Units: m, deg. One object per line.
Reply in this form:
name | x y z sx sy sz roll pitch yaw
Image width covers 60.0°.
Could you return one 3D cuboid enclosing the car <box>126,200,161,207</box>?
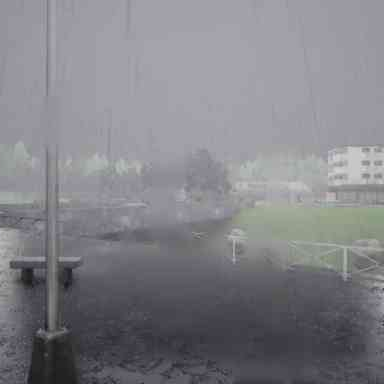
car | -5.950 1.601 41.959 1.895 1.301 4.718 0 0 36
